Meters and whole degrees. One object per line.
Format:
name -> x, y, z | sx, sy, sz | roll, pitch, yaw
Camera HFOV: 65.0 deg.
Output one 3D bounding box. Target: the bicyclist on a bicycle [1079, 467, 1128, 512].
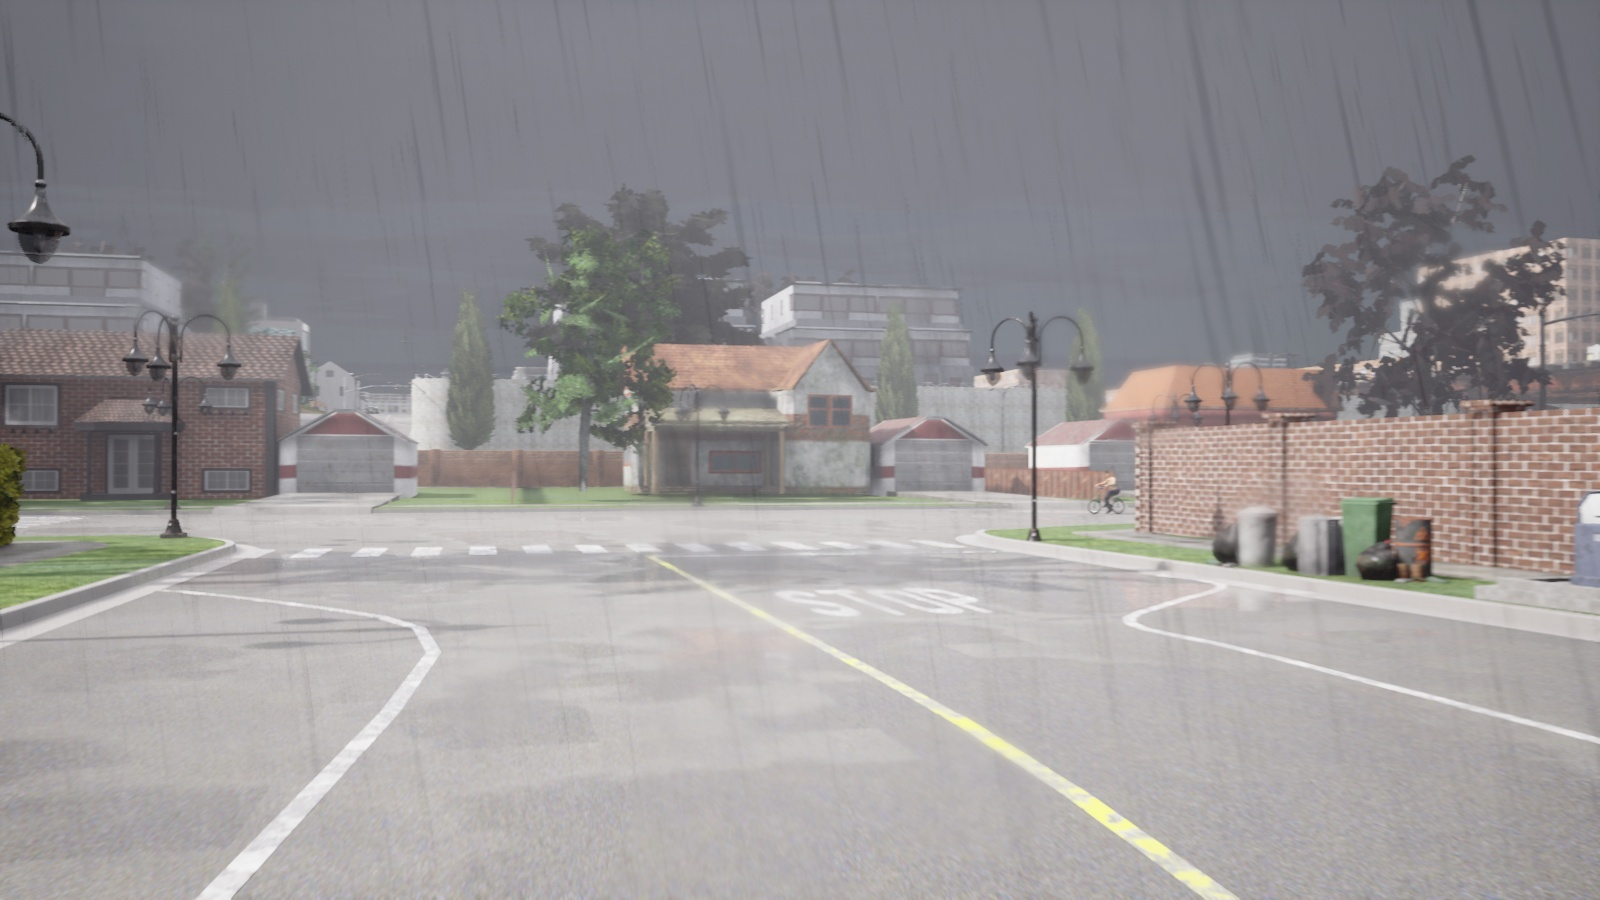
bicyclist on a bicycle -> 11.110, 1.443, 45.975 | 1.509, 1.612, 0.866 | 0, -1, -14
